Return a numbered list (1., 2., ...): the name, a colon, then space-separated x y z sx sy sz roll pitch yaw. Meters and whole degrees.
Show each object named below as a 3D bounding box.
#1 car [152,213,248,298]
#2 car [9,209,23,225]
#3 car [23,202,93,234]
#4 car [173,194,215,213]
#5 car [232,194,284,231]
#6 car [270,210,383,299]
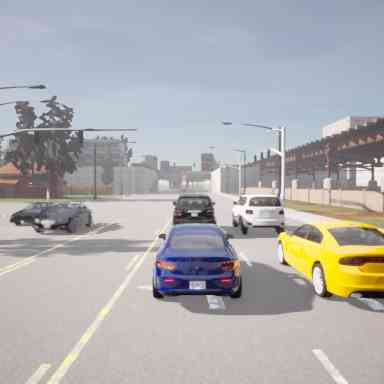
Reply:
1. car: 0.106 1.501 8.308 1.812 1.442 4.674 0 0 0
2. car: -10.489 1.425 23.226 2.033 1.411 5.357 0 1 0
3. car: -7.034 1.393 18.673 2.128 1.511 4.902 0 0 1
4. car: 0.113 1.128 18.325 2.150 2.045 5.566 0 1 0
5. car: 3.611 1.128 18.817 2.150 2.045 5.566 0 1 0
6. car: 3.606 1.452 8.486 1.882 1.535 5.008 0 0 0
